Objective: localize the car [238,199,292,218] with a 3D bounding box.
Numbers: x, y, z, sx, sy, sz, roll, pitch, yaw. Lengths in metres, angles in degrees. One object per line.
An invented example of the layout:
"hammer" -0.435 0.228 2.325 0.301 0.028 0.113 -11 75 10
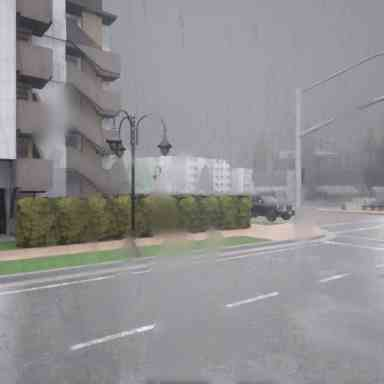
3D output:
"car" 6.794 1.476 31.596 1.882 1.535 5.008 0 0 -37

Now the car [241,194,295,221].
"car" 5.690 1.220 27.279 2.150 2.045 5.566 0 0 -38
